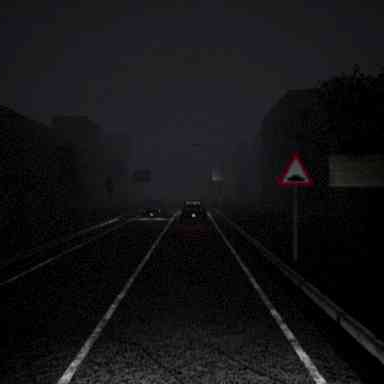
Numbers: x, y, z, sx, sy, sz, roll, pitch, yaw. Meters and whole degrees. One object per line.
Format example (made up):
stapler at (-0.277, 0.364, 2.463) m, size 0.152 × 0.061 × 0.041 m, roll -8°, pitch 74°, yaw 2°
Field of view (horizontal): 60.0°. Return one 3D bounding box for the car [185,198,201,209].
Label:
car at (0.111, 1.386, 41.548) m, size 1.895 × 1.301 × 4.718 m, roll 0°, pitch 0°, yaw 0°

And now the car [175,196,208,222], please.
car at (0.105, 1.300, 24.040) m, size 2.128 × 1.511 × 4.902 m, roll 0°, pitch 0°, yaw 0°

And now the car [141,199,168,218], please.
car at (-3.094, 1.326, 28.206) m, size 2.033 × 1.411 × 5.357 m, roll 0°, pitch 0°, yaw 0°

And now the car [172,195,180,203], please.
car at (-2.989, 1.500, 68.031) m, size 1.837 × 1.490 × 4.892 m, roll 0°, pitch 1°, yaw 0°
